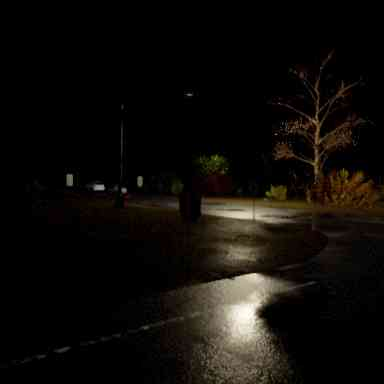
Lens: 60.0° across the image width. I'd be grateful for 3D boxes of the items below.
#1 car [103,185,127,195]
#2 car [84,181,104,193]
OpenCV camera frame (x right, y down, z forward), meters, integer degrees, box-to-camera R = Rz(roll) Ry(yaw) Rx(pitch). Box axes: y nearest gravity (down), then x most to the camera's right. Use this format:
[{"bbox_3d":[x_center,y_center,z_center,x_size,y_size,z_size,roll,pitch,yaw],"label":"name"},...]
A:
[{"bbox_3d":[-11.712,-0.266,51.871,1.812,1.442,4.674,0,2,-36],"label":"car"},{"bbox_3d":[-17.578,-0.893,60.000,2.150,2.045,5.566,0,2,-36],"label":"car"}]
